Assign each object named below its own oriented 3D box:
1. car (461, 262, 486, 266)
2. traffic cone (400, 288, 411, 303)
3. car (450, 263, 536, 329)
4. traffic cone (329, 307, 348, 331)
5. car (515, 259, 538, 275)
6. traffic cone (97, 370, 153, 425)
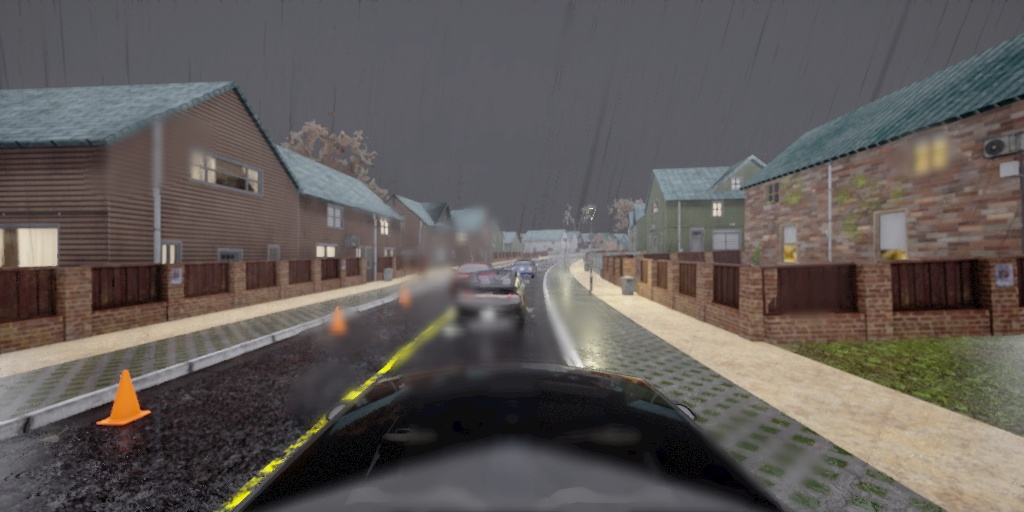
[{"bbox_3d":[-1.872,1.049,18.533,1.882,1.535,5.008,0,1,3],"label":"car"},{"bbox_3d":[-4.311,1.580,14.464,0.340,0.580,0.340,0,0,3],"label":"traffic cone"},{"bbox_3d":[-0.456,1.154,10.900,2.128,1.511,4.902,0,1,2],"label":"car"},{"bbox_3d":[-4.560,1.635,9.420,0.340,0.580,0.340,0,0,2],"label":"traffic cone"},{"bbox_3d":[1.019,0.963,28.860,2.033,1.411,5.357,0,1,7],"label":"car"},{"bbox_3d":[-4.704,1.683,4.370,0.340,0.580,0.340,0,0,1],"label":"traffic cone"}]
